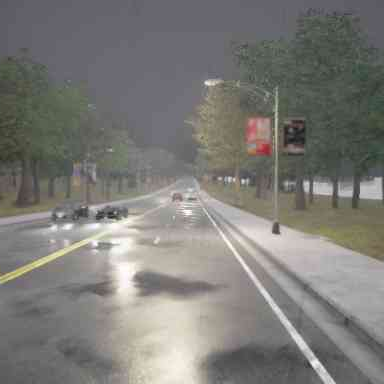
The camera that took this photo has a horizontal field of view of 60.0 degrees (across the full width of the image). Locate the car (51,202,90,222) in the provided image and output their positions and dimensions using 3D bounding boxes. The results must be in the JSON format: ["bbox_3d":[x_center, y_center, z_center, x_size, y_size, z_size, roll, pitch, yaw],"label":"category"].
[{"bbox_3d":[-9.788,1.546,27.185,2.128,1.511,4.902,0,0,0],"label":"car"}]

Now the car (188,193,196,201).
[{"bbox_3d":[-0.048,1.390,75.338,1.895,1.301,4.718,0,1,0],"label":"car"}]

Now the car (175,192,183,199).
[{"bbox_3d":[-3.304,0.899,85.269,2.097,1.767,4.553,0,1,0],"label":"car"}]

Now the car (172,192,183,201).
[{"bbox_3d":[-3.298,1.026,74.914,2.150,2.045,5.566,0,1,0],"label":"car"}]

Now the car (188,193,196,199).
[{"bbox_3d":[-0.054,1.083,85.305,2.033,1.411,5.357,0,1,0],"label":"car"}]

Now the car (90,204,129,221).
[{"bbox_3d":[-6.534,1.655,27.448,1.895,1.301,4.718,0,0,0],"label":"car"}]
